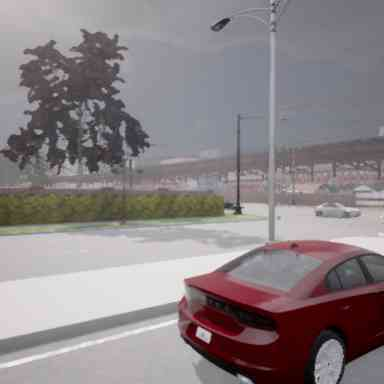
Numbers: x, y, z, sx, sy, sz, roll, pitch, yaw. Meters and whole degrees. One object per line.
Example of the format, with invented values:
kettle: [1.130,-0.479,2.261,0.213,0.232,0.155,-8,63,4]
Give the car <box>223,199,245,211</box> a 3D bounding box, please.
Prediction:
car: [5.198,1.761,46.119,2.128,1.511,4.902,1,0,-36]

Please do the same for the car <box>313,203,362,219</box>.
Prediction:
car: [14.394,1.797,33.121,1.812,1.442,4.674,1,-1,-35]

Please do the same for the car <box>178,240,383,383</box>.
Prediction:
car: [2.150,1.519,5.282,5.008,1.535,1.882,1,0,-36]
